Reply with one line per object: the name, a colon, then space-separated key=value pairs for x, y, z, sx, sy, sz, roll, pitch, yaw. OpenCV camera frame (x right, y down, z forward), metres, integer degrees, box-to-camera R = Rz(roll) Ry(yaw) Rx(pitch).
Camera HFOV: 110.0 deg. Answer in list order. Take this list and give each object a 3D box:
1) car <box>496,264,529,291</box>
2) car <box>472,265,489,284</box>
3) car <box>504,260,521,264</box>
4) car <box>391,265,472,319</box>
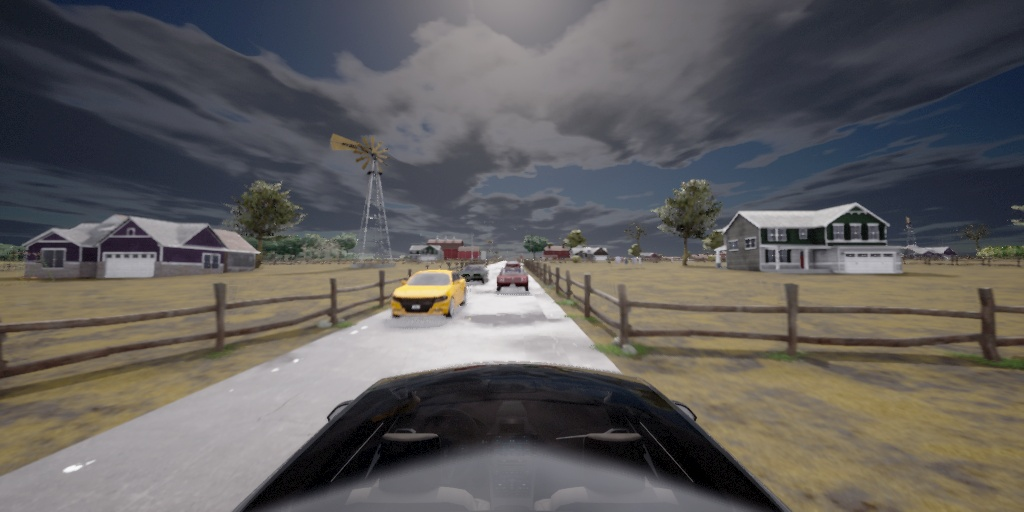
car: x=0.062 y=1.366 z=22.135 sx=1.895 sy=1.301 sz=4.718 roll=0 pitch=0 yaw=1
car: x=-2.786 y=1.369 z=27.071 sx=1.895 sy=1.301 sz=4.718 roll=0 pitch=0 yaw=1
car: x=0.106 y=1.257 z=43.884 sx=1.882 sy=1.535 sz=5.008 roll=0 pitch=0 yaw=0
car: x=-2.810 y=1.236 z=13.067 sx=1.882 sy=1.535 sz=5.008 roll=0 pitch=0 yaw=0
